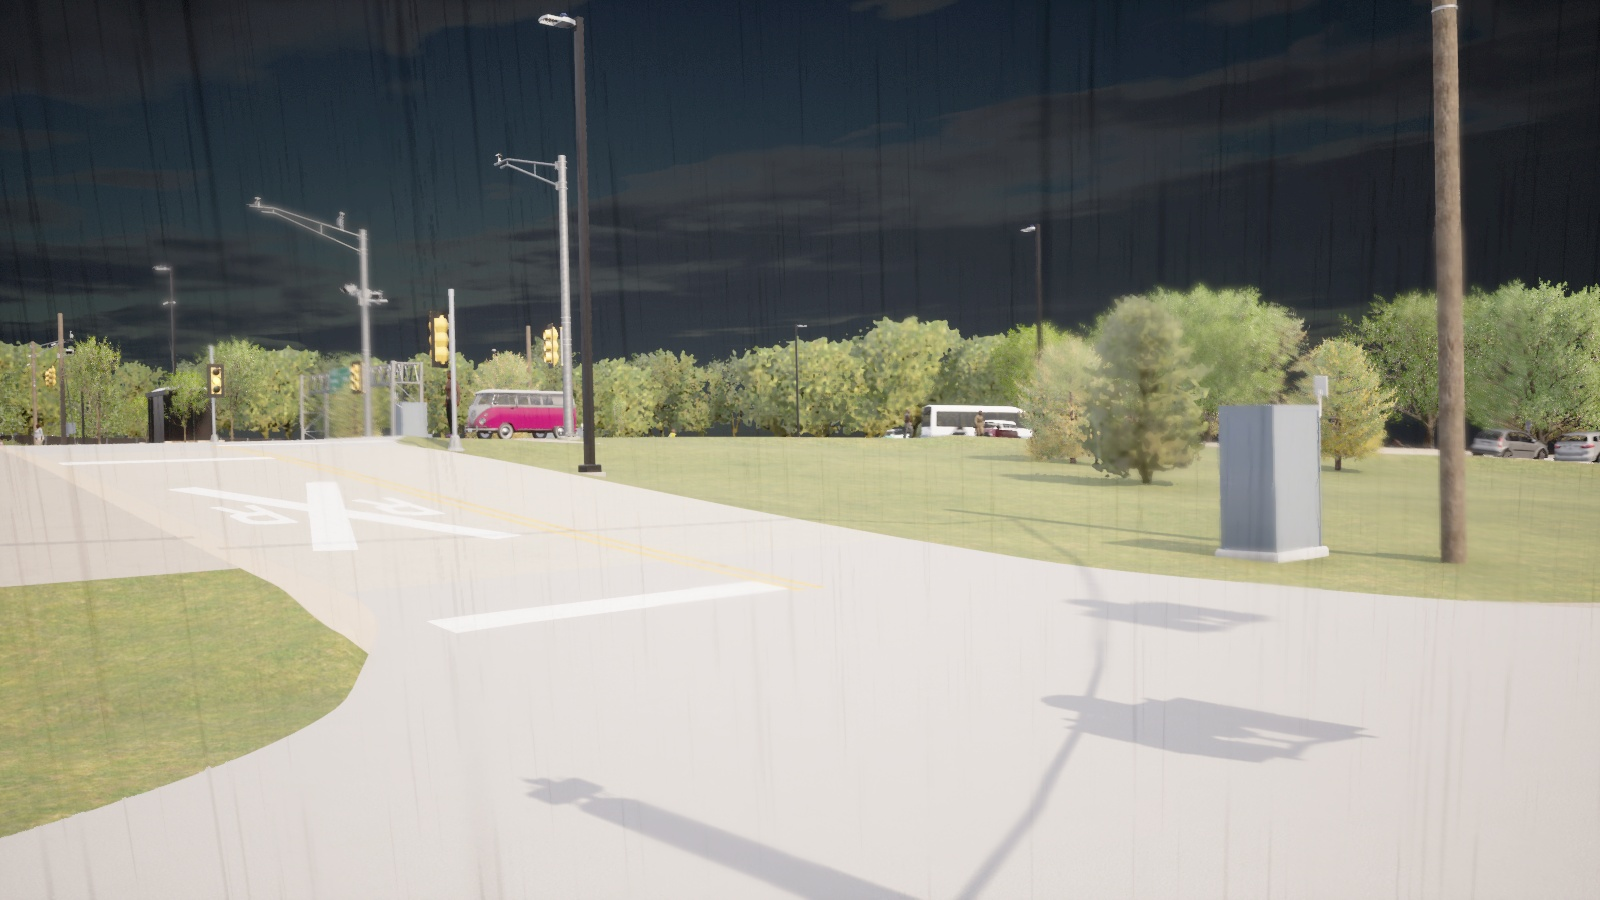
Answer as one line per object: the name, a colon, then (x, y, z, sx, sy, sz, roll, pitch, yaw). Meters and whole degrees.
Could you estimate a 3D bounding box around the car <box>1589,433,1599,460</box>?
car: (47.485, -0.208, 71.902, 5.008, 1.535, 1.882, 0, 0, -31)

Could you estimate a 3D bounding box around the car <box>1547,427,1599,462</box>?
car: (39.305, -0.285, 61.607, 4.611, 1.667, 2.242, 0, 0, -23)

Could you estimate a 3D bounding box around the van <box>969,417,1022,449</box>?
van: (14.275, -1.204, 91.536, 2.069, 2.038, 4.480, -2, -3, 35)

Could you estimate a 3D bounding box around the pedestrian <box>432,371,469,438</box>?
pedestrian: (-9.491, -1.232, 34.094, 0.869, 1.805, 0.328, -2, 1, -39)

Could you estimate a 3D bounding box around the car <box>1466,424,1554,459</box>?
car: (37.126, -0.442, 65.642, 3.988, 1.617, 1.851, 0, 6, -24)

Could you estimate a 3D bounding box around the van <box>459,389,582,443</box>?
van: (-10.936, -1.311, 49.343, 1.775, 1.987, 4.442, -1, 0, 44)

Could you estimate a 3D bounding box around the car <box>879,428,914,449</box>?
car: (6.749, -0.807, 87.883, 1.481, 1.376, 2.207, -2, 0, -28)

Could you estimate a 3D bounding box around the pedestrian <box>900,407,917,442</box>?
pedestrian: (5.851, -1.372, 67.724, 0.720, 1.854, 0.376, -1, 1, 32)

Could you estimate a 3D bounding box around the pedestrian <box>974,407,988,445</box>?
pedestrian: (9.114, -1.210, 63.398, 0.396, 1.930, 0.692, -2, 1, -17)
